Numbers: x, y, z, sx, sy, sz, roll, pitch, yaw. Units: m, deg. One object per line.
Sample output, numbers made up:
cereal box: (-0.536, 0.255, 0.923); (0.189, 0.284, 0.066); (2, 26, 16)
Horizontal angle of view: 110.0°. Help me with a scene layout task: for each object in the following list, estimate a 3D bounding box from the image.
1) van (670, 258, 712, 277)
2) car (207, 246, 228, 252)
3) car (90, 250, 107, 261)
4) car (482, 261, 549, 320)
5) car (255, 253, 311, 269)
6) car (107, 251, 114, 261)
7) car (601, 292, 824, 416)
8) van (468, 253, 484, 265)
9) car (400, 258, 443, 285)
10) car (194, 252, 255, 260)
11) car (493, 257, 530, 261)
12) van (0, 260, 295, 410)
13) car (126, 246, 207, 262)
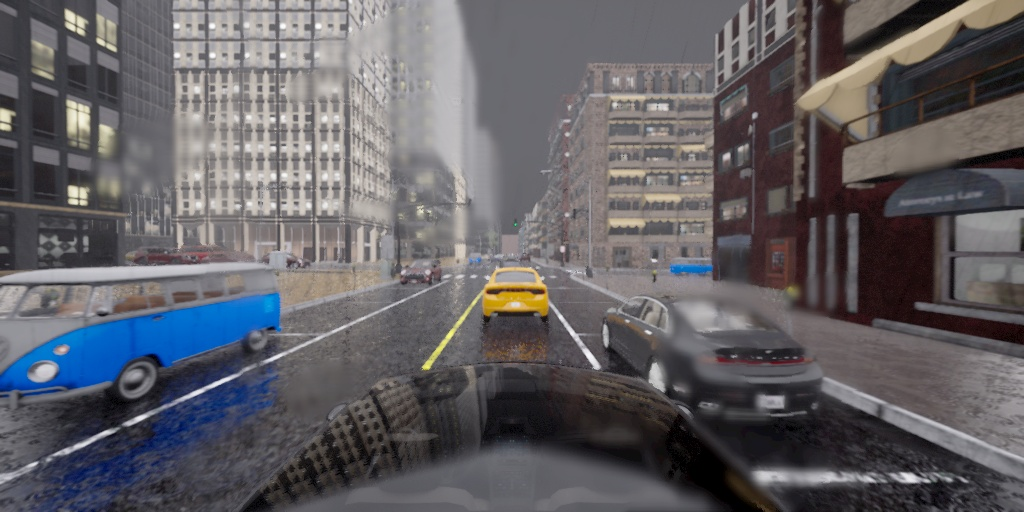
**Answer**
van: (16.919, 1.072, 33.561); (3.998, 1.789, 1.690); (0, 0, 0)
car: (-30.468, 0.005, 36.169); (5.566, 2.045, 2.150); (1, 1, 0)
car: (-49.097, -0.085, 41.929); (4.313, 1.339, 1.948); (0, 0, 0)
car: (0.102, 1.104, 11.986); (1.882, 1.535, 5.008); (0, 1, 0)
car: (-21.140, 0.438, 33.612); (4.097, 1.591, 1.967); (0, 0, 0)
car: (-43.690, -0.018, 41.942); (4.829, 1.417, 1.751); (0, 0, 0)
car: (2.692, 1.250, 5.899); (2.007, 1.370, 4.403); (0, 0, 0)
van: (-5.678, 0.458, 55.318); (1.690, 1.789, 3.998); (0, 0, 0)
car: (-5.686, 0.937, 22.846); (1.967, 1.591, 4.097); (0, 0, 0)
car: (-26.714, 0.473, 33.599); (4.207, 1.307, 1.802); (0, 0, 0)
car: (-0.152, 0.994, 27.136); (2.033, 1.411, 5.357); (0, 1, -4)
van: (-5.689, 1.040, 5.902); (1.690, 1.789, 3.998); (0, 0, 0)
car: (-32.288, 0.099, 33.587); (5.009, 1.841, 2.192); (0, 0, 0)
